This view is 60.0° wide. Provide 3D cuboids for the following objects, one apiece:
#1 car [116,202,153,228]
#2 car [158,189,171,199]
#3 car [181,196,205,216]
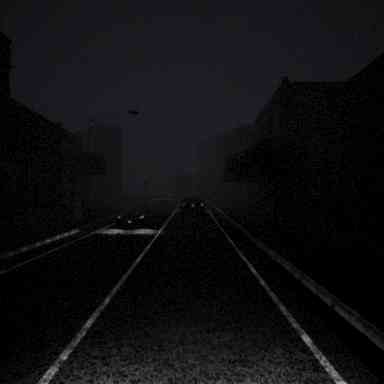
[{"bbox_3d":[-3.611,1.424,21.545,1.812,1.442,4.674,0,1,0],"label":"car"},{"bbox_3d":[-5.258,0.341,63.179,2.097,1.767,4.553,0,2,-12],"label":"car"},{"bbox_3d":[0.083,1.142,30.274,2.097,1.767,4.553,0,1,0],"label":"car"}]
